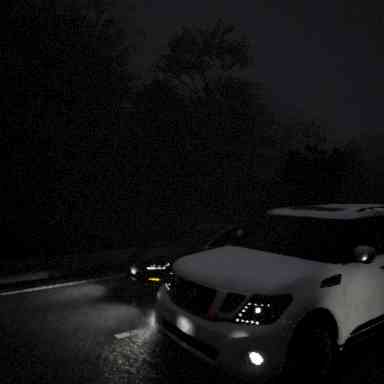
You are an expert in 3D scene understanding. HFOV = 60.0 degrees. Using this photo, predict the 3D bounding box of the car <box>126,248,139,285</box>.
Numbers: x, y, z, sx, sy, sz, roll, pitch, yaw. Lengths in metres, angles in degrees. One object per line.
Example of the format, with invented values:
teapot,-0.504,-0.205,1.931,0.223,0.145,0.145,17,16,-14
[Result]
car,0.686,1.520,8.775,4.892,1.490,1.837,0,0,-35

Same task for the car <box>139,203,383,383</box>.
car,2.163,1.238,5.525,5.566,2.045,2.150,1,0,-36
